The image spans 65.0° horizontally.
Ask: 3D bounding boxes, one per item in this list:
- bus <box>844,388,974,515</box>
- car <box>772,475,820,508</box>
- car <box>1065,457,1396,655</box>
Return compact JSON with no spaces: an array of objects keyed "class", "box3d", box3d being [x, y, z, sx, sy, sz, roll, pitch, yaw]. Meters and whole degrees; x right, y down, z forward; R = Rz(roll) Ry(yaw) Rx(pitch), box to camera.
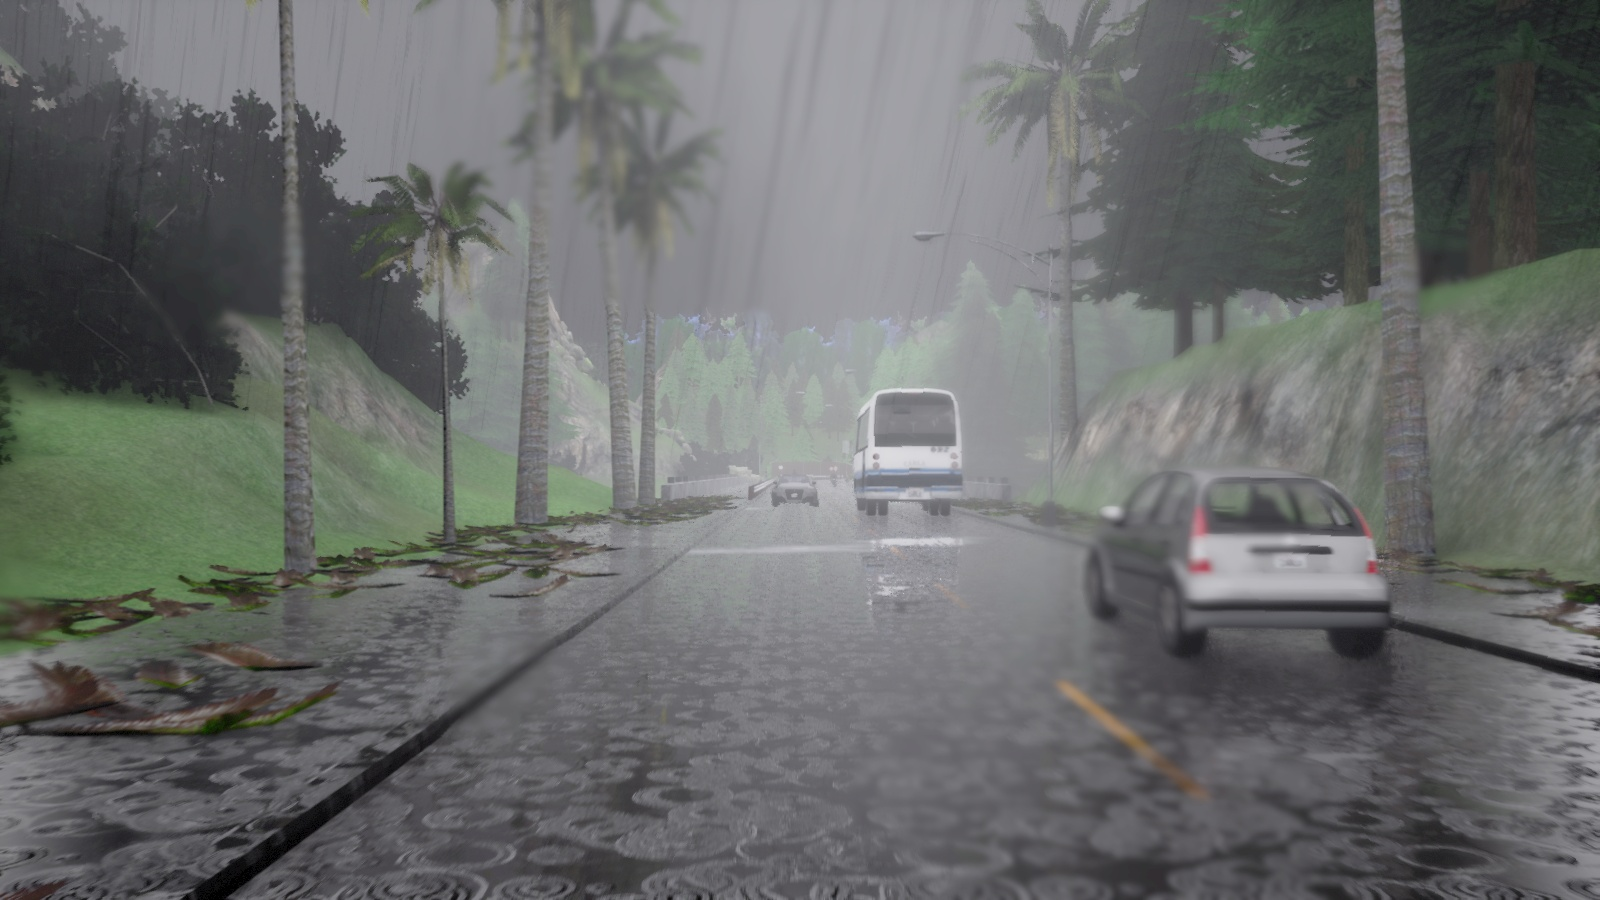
[{"class":"bus","box3d":[3.839,0.217,47.454,3.944,4.253,10.273,0,-2,0]},{"class":"car","box3d":[-0.180,1.803,55.171,1.994,1.385,4.181,0,-1,0]},{"class":"car","box3d":[3.958,0.903,12.314,1.851,1.617,3.988,0,-1,0]}]
